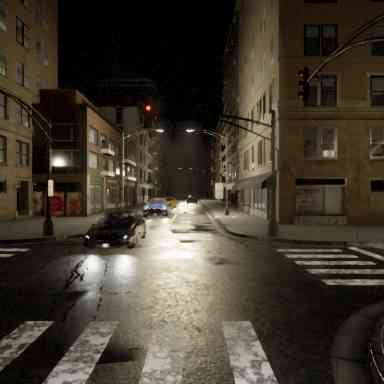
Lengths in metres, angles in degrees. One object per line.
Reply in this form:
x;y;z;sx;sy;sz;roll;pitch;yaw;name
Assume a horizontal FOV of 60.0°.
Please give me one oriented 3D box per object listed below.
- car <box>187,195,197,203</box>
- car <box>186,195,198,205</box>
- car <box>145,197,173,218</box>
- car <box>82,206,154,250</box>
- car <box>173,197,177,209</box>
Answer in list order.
0.017;1.446;69.630;2.128;1.511;4.902;0;0;0;car
0.031;1.454;59.266;2.128;1.511;4.902;0;0;0;car
-3.132;1.337;30.322;2.097;1.767;4.553;0;0;0;car
-3.116;1.544;14.653;2.033;1.411;5.357;0;0;0;car
-3.135;1.450;46.210;1.882;1.535;5.008;0;0;0;car
